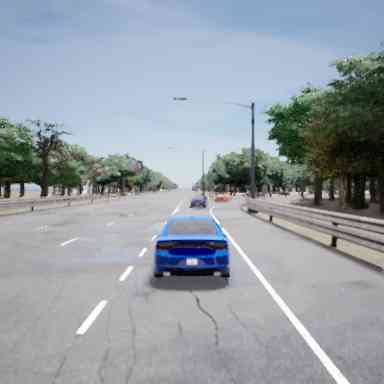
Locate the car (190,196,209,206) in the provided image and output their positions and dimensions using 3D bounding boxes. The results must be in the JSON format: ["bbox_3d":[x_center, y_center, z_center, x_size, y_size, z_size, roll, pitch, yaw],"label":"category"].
[{"bbox_3d":[0.935,1.182,40.474,1.812,1.442,4.674,0,0,8],"label":"car"}]

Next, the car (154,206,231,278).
[{"bbox_3d":[0.002,1.408,9.922,1.882,1.535,5.008,0,0,0],"label":"car"}]

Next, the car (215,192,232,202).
[{"bbox_3d":[5.747,0.834,59.320,2.097,1.767,4.553,0,1,21],"label":"car"}]
